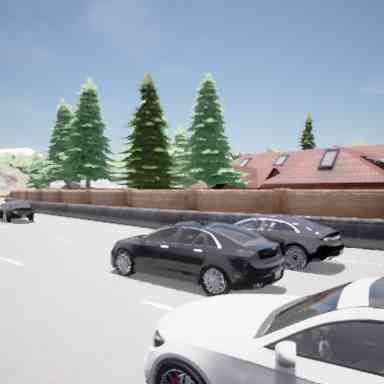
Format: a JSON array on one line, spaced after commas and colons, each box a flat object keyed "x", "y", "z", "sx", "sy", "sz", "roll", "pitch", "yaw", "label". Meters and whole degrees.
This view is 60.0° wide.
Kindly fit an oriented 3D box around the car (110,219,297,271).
[{"x": -0.086, "y": 1.510, "z": 8.583, "sx": 4.892, "sy": 1.490, "sz": 1.837, "roll": 0, "pitch": 0, "yaw": 37, "label": "car"}]

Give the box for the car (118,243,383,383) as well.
[{"x": 1.677, "y": 1.535, "z": 2.885, "sx": 4.674, "sy": 1.442, "sz": 1.812, "roll": 0, "pitch": 0, "yaw": 36, "label": "car"}]

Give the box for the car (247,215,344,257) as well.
[{"x": 2.395, "y": 1.508, "z": 11.091, "sx": 4.902, "sy": 1.511, "sz": 2.128, "roll": 0, "pitch": 0, "yaw": 37, "label": "car"}]

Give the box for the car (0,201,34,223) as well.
[{"x": -13.744, "y": 1.467, "z": 25.631, "sx": 1.837, "sy": 1.490, "sz": 4.892, "roll": 0, "pitch": 0, "yaw": -44, "label": "car"}]
